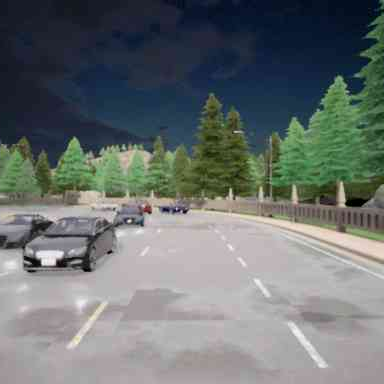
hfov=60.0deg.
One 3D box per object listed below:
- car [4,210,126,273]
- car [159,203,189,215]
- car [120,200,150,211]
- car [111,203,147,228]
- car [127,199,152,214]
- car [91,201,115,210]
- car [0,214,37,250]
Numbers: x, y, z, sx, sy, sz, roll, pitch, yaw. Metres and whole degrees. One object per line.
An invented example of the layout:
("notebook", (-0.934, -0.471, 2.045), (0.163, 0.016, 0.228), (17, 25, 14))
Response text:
("car", (-3.781, 1.574, 11.062), (2.128, 1.511, 4.902), (0, 0, -2))
("car", (-2.177, 1.880, 38.209), (1.895, 1.301, 4.718), (0, 0, -28))
("car", (-8.047, 1.847, 46.699), (1.837, 1.490, 4.892), (0, -1, -43))
("car", (-4.376, 1.738, 23.693), (1.994, 1.385, 4.181), (0, -1, -8))
("car", (-6.343, 1.633, 38.333), (2.097, 1.767, 4.553), (0, 0, -30))
("car", (-12.125, 1.937, 45.818), (1.895, 1.301, 4.718), (0, -1, -43))
("car", (-7.305, 1.670, 14.298), (1.994, 1.385, 4.181), (0, 0, -2))
